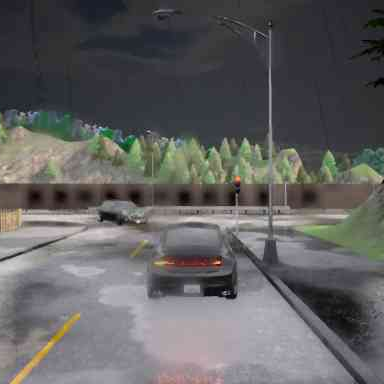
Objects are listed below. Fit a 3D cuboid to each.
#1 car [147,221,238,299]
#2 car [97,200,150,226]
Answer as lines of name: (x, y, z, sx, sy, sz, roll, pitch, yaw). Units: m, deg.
car: (0.025, 1.505, 8.429, 1.837, 1.490, 4.892, 0, 0, 1)
car: (-4.930, 1.352, 23.638, 2.097, 1.767, 4.553, -1, 0, -40)
